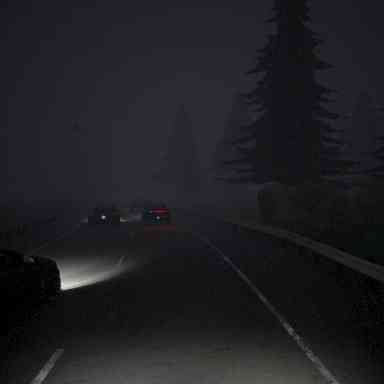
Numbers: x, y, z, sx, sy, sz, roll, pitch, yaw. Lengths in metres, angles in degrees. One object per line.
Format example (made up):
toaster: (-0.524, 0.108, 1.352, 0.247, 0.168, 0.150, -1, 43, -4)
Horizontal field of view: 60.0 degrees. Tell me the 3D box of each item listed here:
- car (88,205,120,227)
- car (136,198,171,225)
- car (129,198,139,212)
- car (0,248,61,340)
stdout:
car: (-6.040, 1.571, 23.141, 1.994, 1.385, 4.181, 0, 0, -12)
car: (-2.727, 1.491, 24.391, 2.128, 1.511, 4.902, 0, 0, -12)
car: (-6.208, 1.480, 38.855, 1.882, 1.535, 5.008, 0, 0, -14)
car: (-3.715, 1.571, 5.404, 1.994, 1.385, 4.181, 0, 0, -2)
